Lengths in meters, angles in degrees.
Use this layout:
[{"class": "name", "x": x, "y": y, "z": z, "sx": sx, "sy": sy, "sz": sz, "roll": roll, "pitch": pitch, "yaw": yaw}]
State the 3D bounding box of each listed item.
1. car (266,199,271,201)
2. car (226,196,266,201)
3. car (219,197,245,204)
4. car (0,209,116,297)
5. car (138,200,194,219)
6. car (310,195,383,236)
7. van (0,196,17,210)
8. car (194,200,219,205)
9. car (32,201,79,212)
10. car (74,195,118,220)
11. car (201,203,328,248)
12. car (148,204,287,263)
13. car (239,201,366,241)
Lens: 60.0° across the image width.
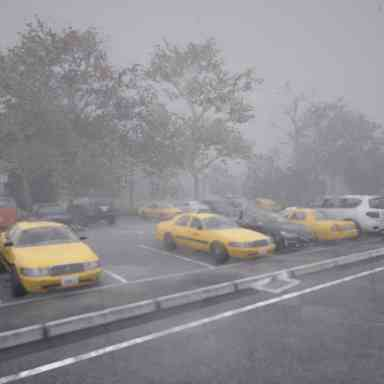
[{"class": "car", "x": 6.444, "y": 1.398, "z": 32.612, "sx": 2.097, "sy": 1.535, "sz": 5.008, "roll": 0, "pitch": 0, "yaw": -35}, {"class": "car", "x": 4.160, "y": 1.281, "z": 31.042, "sx": 2.185, "sy": 1.767, "sz": 4.553, "roll": 0, "pitch": 0, "yaw": -35}, {"class": "car", "x": 2.034, "y": 1.445, "z": 29.466, "sx": 2.163, "sy": 1.488, "sz": 4.792, "roll": 0, "pitch": 0, "yaw": -35}, {"class": "car", "x": -4.035, "y": 1.475, "z": 8.970, "sx": 1.946, "sy": 1.575, "sz": 5.366, "roll": 0, "pitch": 0, "yaw": -35}, {"class": "car", "x": -2.400, "y": 1.431, "z": 26.141, "sx": 1.946, "sy": 1.575, "sz": 5.366, "roll": 0, "pitch": 0, "yaw": -35}, {"class": "car", "x": 7.276, "y": 1.179, "z": 17.225, "sx": 2.435, "sy": 2.045, "sz": 5.566, "roll": 0, "pitch": 0, "yaw": -35}, {"class": "van", "x": -11.725, "y": 1.247, "z": 19.922, "sx": 1.878, "sy": 1.987, "sz": 4.442, "roll": 0, "pitch": 0, "yaw": -35}, {"class": "car", "x": -0.243, "y": 1.465, "z": 27.889, "sx": 2.002, "sy": 1.452, "sz": 4.674, "roll": 0, "pitch": 0, "yaw": -35}, {"class": "car", "x": -9.277, "y": 1.490, "z": 21.475, "sx": 2.163, "sy": 1.488, "sz": 4.792, "roll": 0, "pitch": 0, "yaw": -35}, {"class": "car", "x": -7.048, "y": 1.200, "z": 23.119, "sx": 2.435, "sy": 2.045, "sz": 5.566, "roll": 0, "pitch": 0, "yaw": -35}, {"class": "car", "x": 2.755, "y": 1.449, "z": 14.003, "sx": 2.231, "sy": 1.521, "sz": 4.892, "roll": 0, "pitch": 0, "yaw": -35}, {"class": "car", "x": 0.598, "y": 1.454, "z": 12.244, "sx": 1.946, "sy": 1.575, "sz": 5.366, "roll": 0, "pitch": 0, "yaw": -35}, {"class": "car", "x": 4.919, "y": 1.436, "z": 15.751, "sx": 1.946, "sy": 1.575, "sz": 5.366, "roll": 0, "pitch": 0, "yaw": -35}]
